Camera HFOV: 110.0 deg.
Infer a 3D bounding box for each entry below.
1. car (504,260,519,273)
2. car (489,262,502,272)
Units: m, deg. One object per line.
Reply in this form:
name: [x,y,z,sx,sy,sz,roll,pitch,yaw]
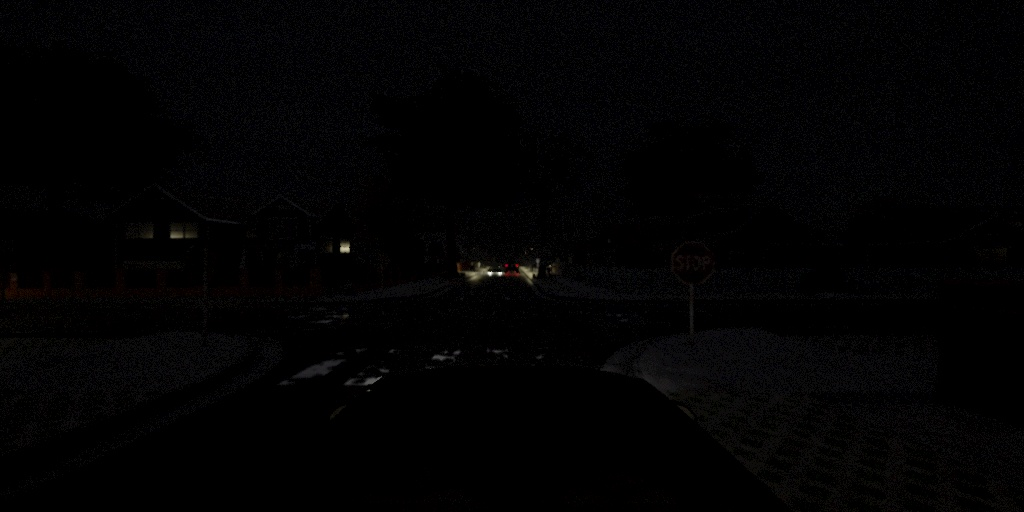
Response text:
car: [-0.038,1.657,56.603,2.150,2.045,5.566,0,-1,0]
car: [-2.790,1.841,60.770,2.097,1.767,4.553,0,-1,0]
